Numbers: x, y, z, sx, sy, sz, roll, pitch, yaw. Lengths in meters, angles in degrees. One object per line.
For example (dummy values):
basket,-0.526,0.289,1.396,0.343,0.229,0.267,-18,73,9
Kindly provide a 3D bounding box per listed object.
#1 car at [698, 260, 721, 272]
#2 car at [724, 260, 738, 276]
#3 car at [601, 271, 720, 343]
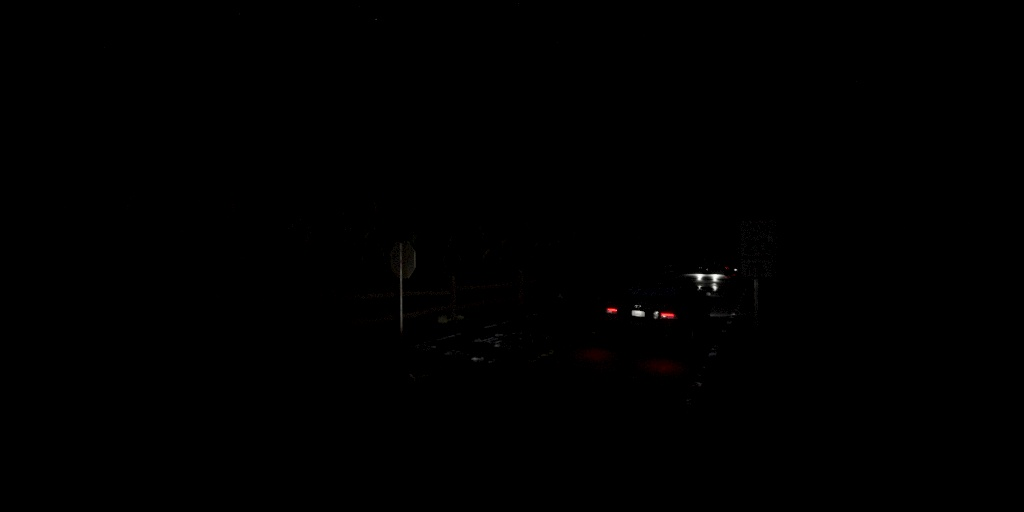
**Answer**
car,22.178,1.197,40.195,1.837,1.490,4.892,0,0,35
car,22.188,1.265,35.343,1.994,1.385,4.181,0,0,36
car,4.178,1.291,9.820,2.033,1.411,5.357,0,0,35
